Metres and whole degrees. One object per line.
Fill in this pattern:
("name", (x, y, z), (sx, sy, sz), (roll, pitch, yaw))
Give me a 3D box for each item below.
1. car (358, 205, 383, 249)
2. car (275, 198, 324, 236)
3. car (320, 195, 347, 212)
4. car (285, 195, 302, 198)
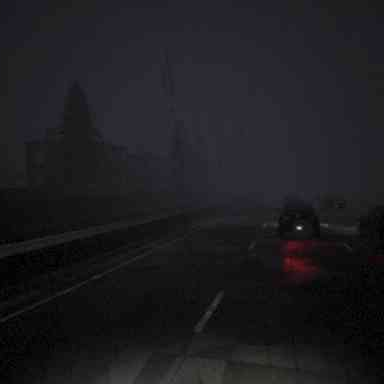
("car", (7.841, 1.219, 12.893), (1.882, 1.535, 5.008), (-1, 0, 16))
("car", (5.337, 1.282, 16.817), (1.837, 1.490, 4.892), (-1, 0, 16))
("car", (13.037, 0.993, 30.815), (1.882, 1.535, 5.008), (-1, 0, 16))
("car", (10.881, 1.014, 35.945), (1.882, 1.535, 5.008), (-1, 0, 16))
